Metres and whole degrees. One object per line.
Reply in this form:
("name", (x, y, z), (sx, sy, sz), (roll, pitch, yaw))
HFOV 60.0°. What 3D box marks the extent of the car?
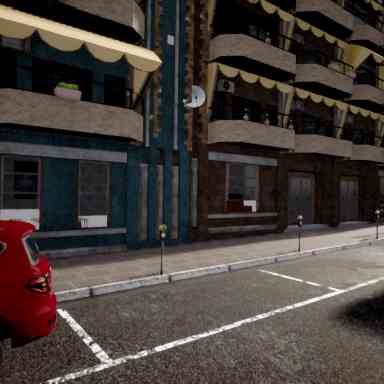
("car", (-4.126, 1.315, 3.592), (5.009, 1.841, 2.192), (0, 1, -36))
